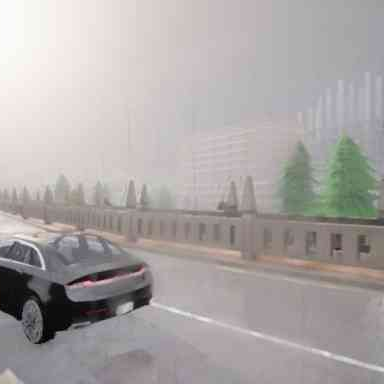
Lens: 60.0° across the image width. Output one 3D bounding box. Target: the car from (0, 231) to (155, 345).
[{"bbox_3d":[-2.863,1.515,6.493,4.902,1.511,2.128,0,0,39],"label":"car"}]
